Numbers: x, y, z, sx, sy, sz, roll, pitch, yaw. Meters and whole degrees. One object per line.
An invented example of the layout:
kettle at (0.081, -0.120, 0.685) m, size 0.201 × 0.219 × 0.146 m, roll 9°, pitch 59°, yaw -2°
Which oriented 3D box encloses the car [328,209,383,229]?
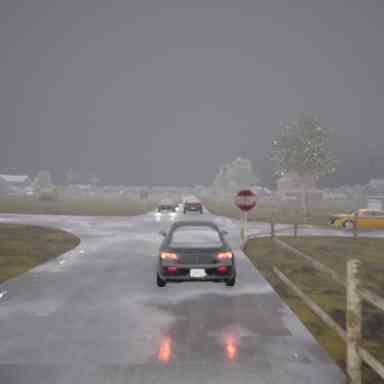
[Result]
car at (12.620, 1.979, 24.423) m, size 5.008 × 1.535 × 1.882 m, roll 2°, pitch 0°, yaw -2°

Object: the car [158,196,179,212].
car at (-2.814, 1.422, 38.104) m, size 1.882 × 1.535 × 5.008 m, roll 0°, pitch 0°, yaw -1°

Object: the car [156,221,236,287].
car at (0.049, 1.510, 9.133) m, size 1.812 × 1.442 × 4.674 m, roll 0°, pitch 0°, yaw -2°

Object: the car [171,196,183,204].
car at (-2.751, 1.489, 61.545) m, size 1.994 × 1.385 × 4.181 m, roll 0°, pitch 0°, yaw 1°

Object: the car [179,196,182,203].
car at (-2.823, 1.436, 48.359) m, size 1.837 × 1.490 × 4.892 m, roll 0°, pitch 0°, yaw 0°

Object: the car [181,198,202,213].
car at (0.103, 1.425, 35.600) m, size 1.882 × 1.535 × 5.008 m, roll 0°, pitch 0°, yaw 0°
